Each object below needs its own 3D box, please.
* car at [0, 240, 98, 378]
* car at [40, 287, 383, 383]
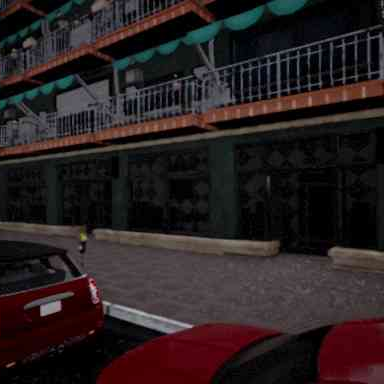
[{"bbox_3d":[-3.338,1.496,5.286,4.097,1.590,1.967,-1,-1,36],"label":"car"},{"bbox_3d":[1.240,1.543,1.996,4.507,1.381,1.887,-1,-1,36],"label":"car"}]
